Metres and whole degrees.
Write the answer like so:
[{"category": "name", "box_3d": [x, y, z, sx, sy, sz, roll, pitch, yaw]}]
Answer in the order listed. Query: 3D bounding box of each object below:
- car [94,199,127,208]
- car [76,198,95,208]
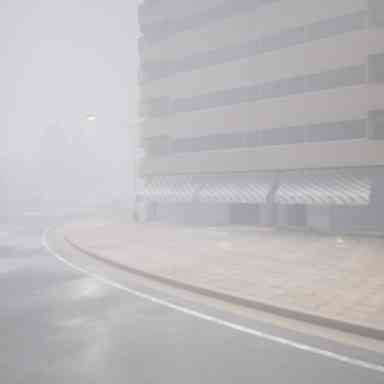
[{"category": "car", "box_3d": [-12.353, 1.805, 51.850, 1.895, 1.301, 4.718, 0, 0, 31]}, {"category": "car", "box_3d": [-16.066, 1.734, 52.303, 1.812, 1.442, 4.674, 0, 0, 29]}]
